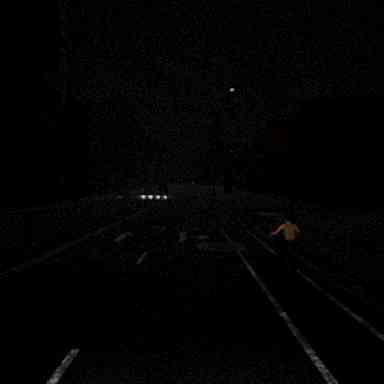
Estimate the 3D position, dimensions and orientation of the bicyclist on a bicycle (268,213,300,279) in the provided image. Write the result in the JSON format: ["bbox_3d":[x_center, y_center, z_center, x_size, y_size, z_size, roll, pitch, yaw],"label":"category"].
[{"bbox_3d":[2.468,1.346,8.701,0.866,1.612,1.509,0,1,0],"label":"bicyclist on a bicycle"}]

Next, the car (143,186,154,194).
[{"bbox_3d":[-9.736,-0.569,74.418,2.097,1.767,4.553,0,2,0],"label":"car"}]

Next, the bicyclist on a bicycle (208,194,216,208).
[{"bbox_3d":[2.262,0.963,37.252,0.866,1.612,1.509,0,1,0],"label":"bicyclist on a bicycle"}]

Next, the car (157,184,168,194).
[{"bbox_3d":[-6.486,-0.697,74.354,2.150,2.045,5.566,0,2,0],"label":"car"}]
